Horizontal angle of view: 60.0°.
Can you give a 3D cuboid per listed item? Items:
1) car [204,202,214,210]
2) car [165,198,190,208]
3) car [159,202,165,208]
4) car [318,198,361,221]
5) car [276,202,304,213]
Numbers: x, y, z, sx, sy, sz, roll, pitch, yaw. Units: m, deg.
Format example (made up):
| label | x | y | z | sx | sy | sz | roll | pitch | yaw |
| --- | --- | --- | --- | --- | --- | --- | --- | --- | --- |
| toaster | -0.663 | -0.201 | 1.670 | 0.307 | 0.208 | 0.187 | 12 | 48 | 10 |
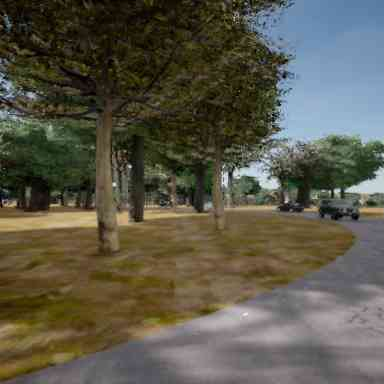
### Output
| label | x | y | z | sx | sy | sz | roll | pitch | yaw |
| --- | --- | --- | --- | --- | --- | --- | --- | --- | --- |
| car | 3.785 | 2.778 | 65.882 | 1.812 | 1.442 | 4.674 | 2 | -3 | -37 |
| car | -2.731 | 2.143 | 69.122 | 2.150 | 2.045 | 5.566 | 2 | -3 | -36 |
| car | -6.147 | 3.050 | 79.705 | 2.128 | 1.511 | 4.902 | 2 | -2 | -32 |
| car | 14.073 | 1.638 | 32.154 | 2.150 | 2.045 | 5.566 | 1 | -1 | 1 |
| car | 14.901 | 2.360 | 50.633 | 1.837 | 1.490 | 4.892 | 2 | -2 | -23 |
